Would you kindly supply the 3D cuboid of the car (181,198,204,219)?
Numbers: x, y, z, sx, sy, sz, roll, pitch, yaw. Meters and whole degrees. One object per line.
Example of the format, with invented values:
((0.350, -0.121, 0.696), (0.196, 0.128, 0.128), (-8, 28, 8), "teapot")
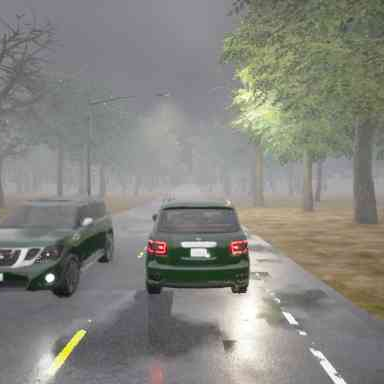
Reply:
((0.023, 1.336, 28.429), (1.812, 1.442, 4.674), (0, 1, 0), "car")

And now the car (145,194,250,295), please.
((0.089, 1.191, 8.801), (2.150, 2.045, 5.566), (0, 0, -1), "car")

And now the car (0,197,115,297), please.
((-3.620, 1.191, 8.873), (2.150, 2.045, 5.566), (0, 0, 0), "car")

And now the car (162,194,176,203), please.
((-3.623, 1.036, 54.133), (1.994, 1.385, 4.181), (0, 1, 0), "car")
